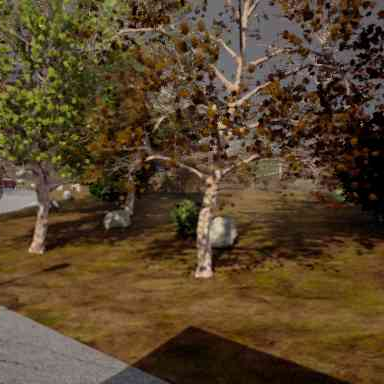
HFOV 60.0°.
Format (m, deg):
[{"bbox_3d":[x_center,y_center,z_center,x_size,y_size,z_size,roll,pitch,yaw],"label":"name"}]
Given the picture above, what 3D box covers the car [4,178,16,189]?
[{"bbox_3d":[-24.677,-1.240,42.876,5.008,1.535,1.882,6,3,37],"label":"car"}]
